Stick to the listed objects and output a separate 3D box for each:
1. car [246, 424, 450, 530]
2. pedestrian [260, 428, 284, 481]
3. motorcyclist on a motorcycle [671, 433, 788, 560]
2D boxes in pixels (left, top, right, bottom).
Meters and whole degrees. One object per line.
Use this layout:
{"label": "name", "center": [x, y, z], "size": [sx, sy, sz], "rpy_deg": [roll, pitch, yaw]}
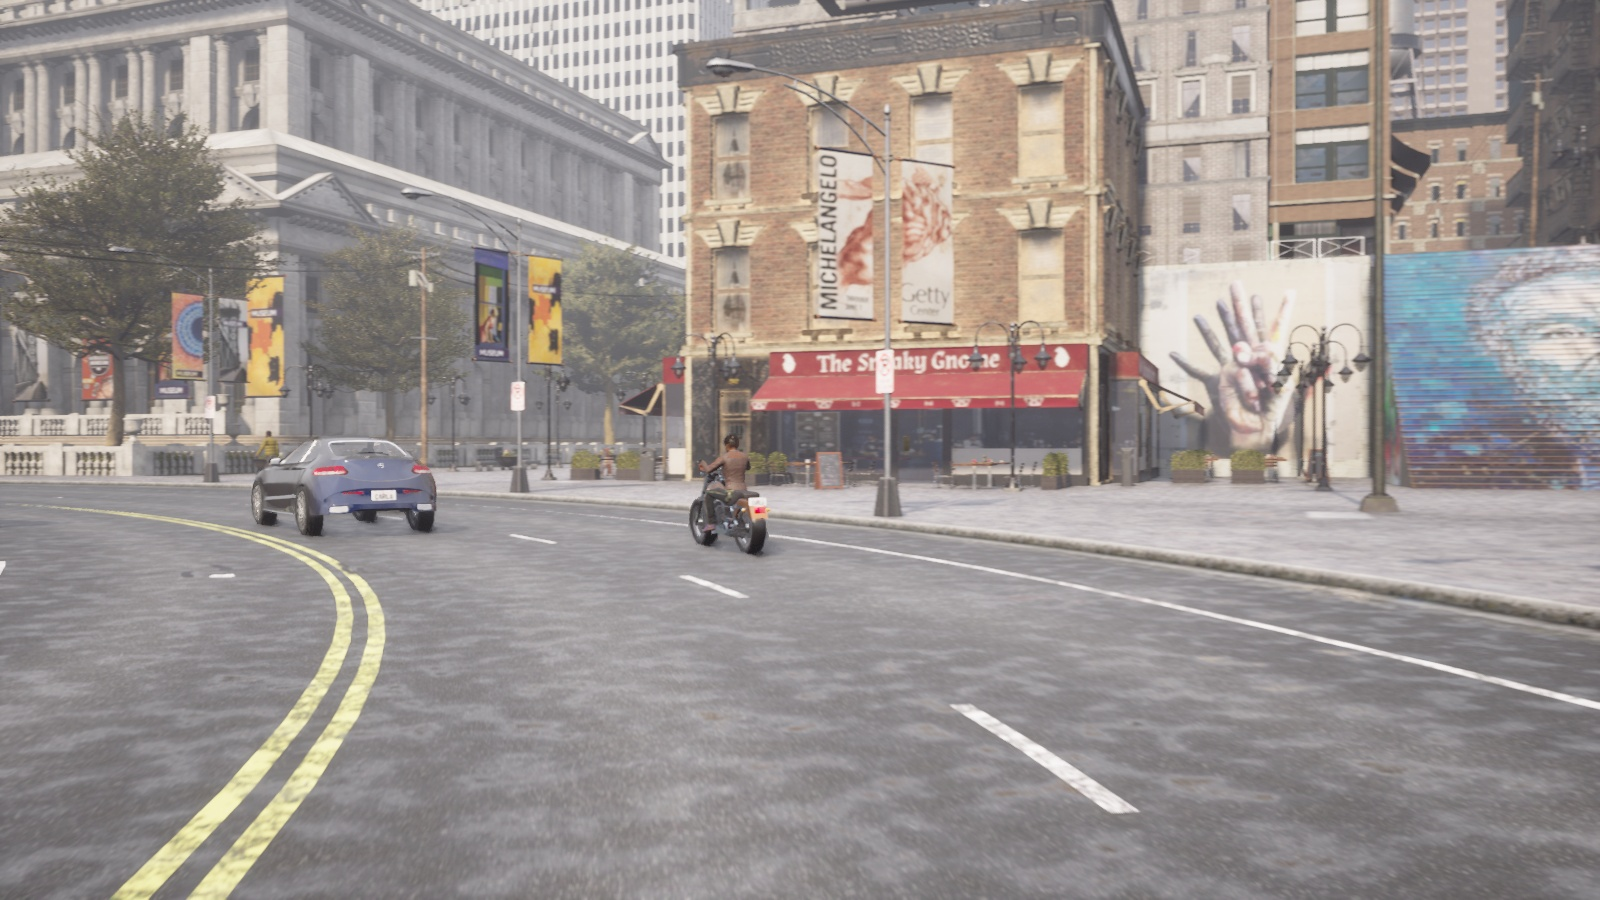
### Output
{"label": "car", "center": [-8.116, 0.403, 22.232], "size": [2.152, 1.651, 5.027], "rpy_deg": [0, 0, -35]}
{"label": "pedestrian", "center": [-18.375, 0.164, 43.689], "size": [0.709, 1.840, 0.431], "rpy_deg": [0, 0, 27]}
{"label": "motorcyclist on a motorcycle", "center": [-1.019, 0.599, 17.454], "size": [0.766, 1.649, 2.350], "rpy_deg": [0, 0, -26]}
